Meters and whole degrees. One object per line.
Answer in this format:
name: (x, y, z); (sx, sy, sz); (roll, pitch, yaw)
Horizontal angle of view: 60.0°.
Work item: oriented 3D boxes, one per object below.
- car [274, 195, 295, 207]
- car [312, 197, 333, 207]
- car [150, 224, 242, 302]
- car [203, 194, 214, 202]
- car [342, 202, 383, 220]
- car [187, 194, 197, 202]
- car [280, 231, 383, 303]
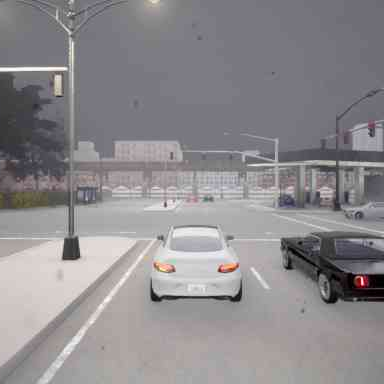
car: (13.229, 1.262, 47.671); (2.242, 1.667, 4.611); (0, 0, 0)
car: (18.973, 1.434, 48.432); (1.970, 1.475, 3.806); (0, 0, 0)
car: (0.085, 1.517, 8.133); (1.812, 1.442, 4.674); (0, 0, 0)
car: (3.526, 1.257, 72.319); (2.097, 1.767, 4.553); (0, 0, 0)
car: (14.898, 1.523, 27.487); (4.674, 1.442, 1.812); (0, 0, -1)
car: (0.026, 1.250, 72.320); (2.097, 1.767, 4.553); (0, 0, 0)
car: (3.590, 1.599, 8.116); (1.895, 1.301, 4.718); (0, 0, 0)
